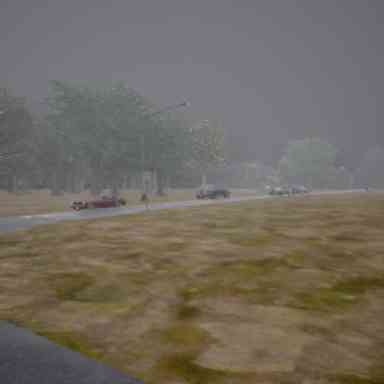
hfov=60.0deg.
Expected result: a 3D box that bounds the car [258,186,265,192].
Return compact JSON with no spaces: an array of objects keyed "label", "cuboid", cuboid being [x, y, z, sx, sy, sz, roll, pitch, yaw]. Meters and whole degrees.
[{"label":"car","cuboid":[12.725,-0.456,55.585,1.812,1.442,4.674,-1,0,39]}]

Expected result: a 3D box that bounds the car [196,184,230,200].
[{"label":"car","cuboid":[2.782,-0.046,42.973,2.150,2.045,5.566,-1,1,37]}]

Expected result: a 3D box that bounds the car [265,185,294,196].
[{"label":"car","cuboid":[13.688,-0.104,51.915,1.812,1.442,4.674,-1,0,39]}]

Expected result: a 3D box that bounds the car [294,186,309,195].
[{"label":"car","cuboid":[18.979,-0.282,58.576,1.837,1.490,4.892,-1,0,39]}]

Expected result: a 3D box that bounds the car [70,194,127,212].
[{"label":"car","cuboid":[-7.854,0.889,28.111,1.895,1.301,4.718,-1,1,34]}]
